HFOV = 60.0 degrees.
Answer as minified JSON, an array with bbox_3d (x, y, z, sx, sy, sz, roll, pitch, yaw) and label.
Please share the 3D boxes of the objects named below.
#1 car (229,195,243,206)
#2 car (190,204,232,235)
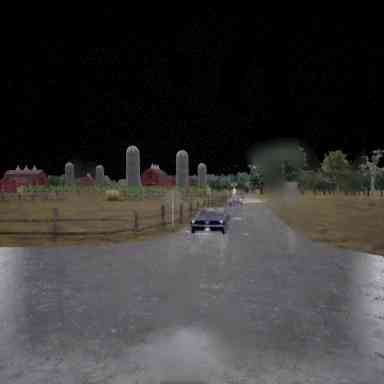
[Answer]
[{"bbox_3d":[6.978,1.213,52.651,2.097,1.767,4.553,0,0,10],"label":"car"},{"bbox_3d":[1.138,1.587,19.016,1.895,1.301,4.718,0,0,10],"label":"car"}]
